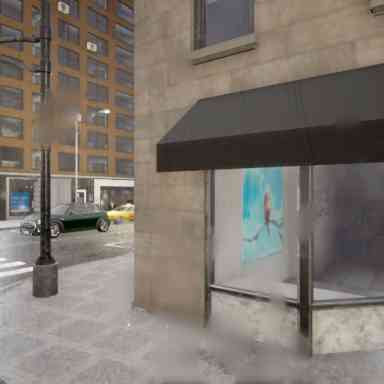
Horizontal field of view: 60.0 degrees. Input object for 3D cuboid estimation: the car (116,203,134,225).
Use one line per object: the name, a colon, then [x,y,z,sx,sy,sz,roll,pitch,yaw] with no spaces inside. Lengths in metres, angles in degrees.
car: [-4.871,1.548,24.673,1.752,1.417,4.829,0,0,36]

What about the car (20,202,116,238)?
car: [-6.674,1.366,17.848,2.097,1.767,4.553,0,0,36]
